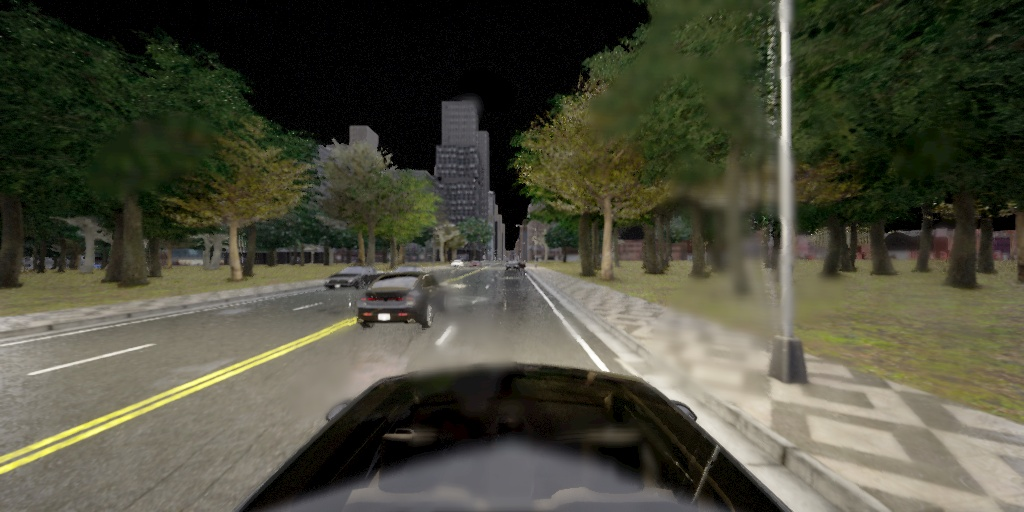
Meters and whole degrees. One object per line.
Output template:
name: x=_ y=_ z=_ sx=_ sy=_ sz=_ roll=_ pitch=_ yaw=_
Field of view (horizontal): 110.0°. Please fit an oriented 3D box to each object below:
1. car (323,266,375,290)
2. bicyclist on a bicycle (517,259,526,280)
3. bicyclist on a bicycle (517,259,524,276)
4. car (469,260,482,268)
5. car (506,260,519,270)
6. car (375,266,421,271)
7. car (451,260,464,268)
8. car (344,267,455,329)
car: x=-9.851 y=1.325 z=22.927 sx=2.033 sy=1.411 sz=5.357 roll=0 pitch=0 yaw=0
bicyclist on a bicycle: x=0.894 y=1.168 z=29.850 sx=0.659 sy=1.776 sz=1.843 roll=0 pitch=0 yaw=0
bicyclist on a bicycle: x=0.894 y=1.196 z=39.061 sx=0.659 sy=1.776 sz=1.843 roll=0 pitch=0 yaw=0
car: x=-6.521 y=1.487 z=64.535 sx=1.994 sy=1.385 sz=4.181 roll=0 pitch=0 yaw=1
car: x=0.048 y=1.482 z=54.579 sx=1.895 sy=1.301 sz=4.718 roll=0 pitch=0 yaw=0
car: x=-6.599 y=1.325 z=22.923 sx=2.033 sy=1.411 sz=5.357 roll=0 pitch=0 yaw=0
car: x=-9.766 y=1.450 z=64.470 sx=1.812 sy=1.442 sz=4.674 roll=0 pitch=0 yaw=0
car: x=-3.149 y=1.261 z=11.261 sx=1.837 sy=1.490 sz=4.892 roll=0 pitch=0 yaw=0
